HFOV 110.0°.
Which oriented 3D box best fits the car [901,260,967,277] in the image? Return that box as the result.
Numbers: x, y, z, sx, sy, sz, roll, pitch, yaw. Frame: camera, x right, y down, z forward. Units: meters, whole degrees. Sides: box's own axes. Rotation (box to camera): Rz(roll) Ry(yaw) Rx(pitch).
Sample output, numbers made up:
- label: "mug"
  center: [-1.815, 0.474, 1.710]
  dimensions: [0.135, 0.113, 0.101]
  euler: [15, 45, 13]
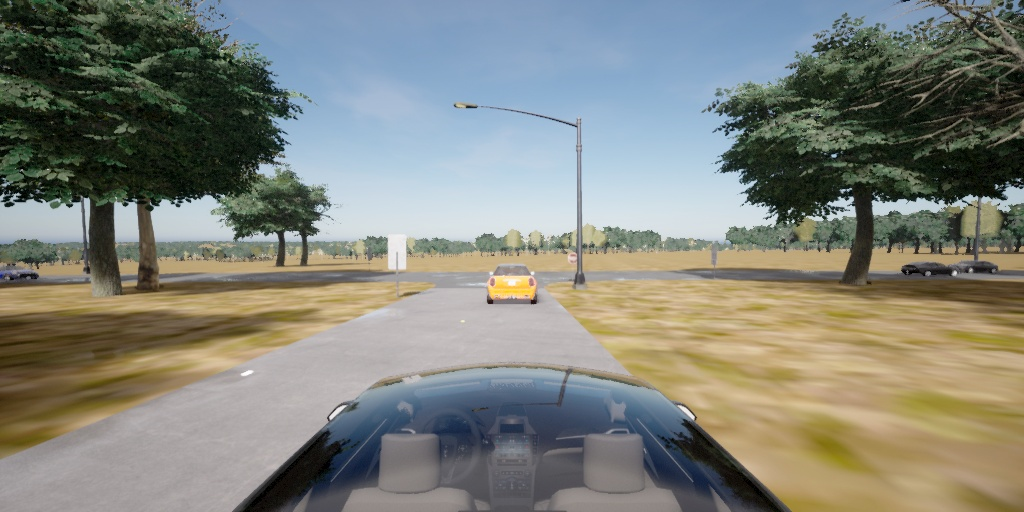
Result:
- label: "car"
  center: [42.210, 1.295, 36.219]
  dimensions: [4.892, 1.490, 1.837]
  euler: [0, 2, -4]

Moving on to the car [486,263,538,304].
- label: "car"
  center: [0.000, 1.114, 16.483]
  dimensions: [2.097, 1.767, 4.553]
  euler: [0, 0, 0]
